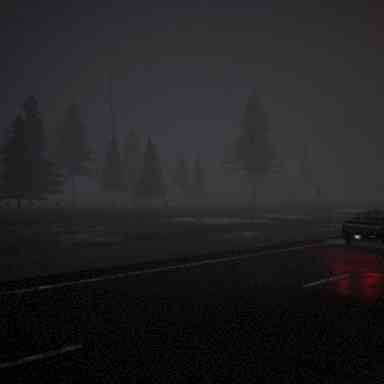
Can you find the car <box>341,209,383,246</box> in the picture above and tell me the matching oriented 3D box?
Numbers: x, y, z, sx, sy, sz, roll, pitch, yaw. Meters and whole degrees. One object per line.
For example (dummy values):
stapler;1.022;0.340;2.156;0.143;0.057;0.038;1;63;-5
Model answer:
car;8.269;1.494;14.066;4.902;1.511;2.128;0;0;-35
